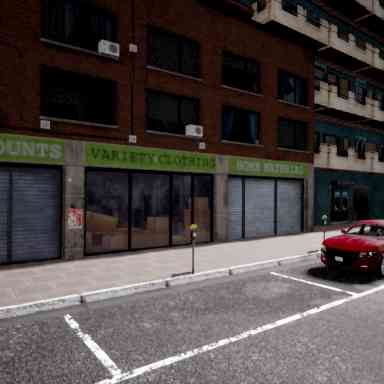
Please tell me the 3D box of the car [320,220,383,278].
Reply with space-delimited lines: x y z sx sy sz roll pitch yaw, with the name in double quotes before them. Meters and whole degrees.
"car" 5.767 1.548 10.209 4.507 1.381 1.887 0 1 -36
